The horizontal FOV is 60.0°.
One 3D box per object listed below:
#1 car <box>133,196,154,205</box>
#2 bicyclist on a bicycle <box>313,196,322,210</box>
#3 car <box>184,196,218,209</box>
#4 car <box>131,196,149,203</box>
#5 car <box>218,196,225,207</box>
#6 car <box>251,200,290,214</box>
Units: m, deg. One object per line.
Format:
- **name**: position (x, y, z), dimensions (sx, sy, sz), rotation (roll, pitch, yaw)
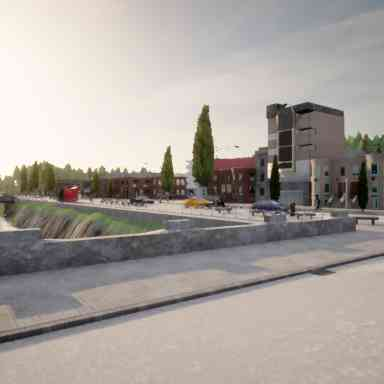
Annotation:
- **car**: position (-8.584, 1.547, 58.550), dimensions (2.033, 1.411, 5.357), rotation (0, 0, -35)
- **bicyclist on a bicycle**: position (14.992, 1.349, 39.699), dimensions (1.656, 1.620, 0.582), rotation (0, 0, -35)
- **car**: position (0.863, 1.478, 45.097), dimensions (1.882, 1.535, 5.008), rotation (0, 0, -35)
- **car**: position (-10.694, 1.526, 68.588), dimensions (1.812, 1.442, 4.674), rotation (0, 0, -36)
- **car**: position (2.775, 1.352, 49.645), dimensions (2.097, 1.767, 4.553), rotation (0, 0, -35)
- **car**: position (8.254, 1.526, 34.717), dimensions (1.812, 1.442, 4.674), rotation (0, 0, -36)
